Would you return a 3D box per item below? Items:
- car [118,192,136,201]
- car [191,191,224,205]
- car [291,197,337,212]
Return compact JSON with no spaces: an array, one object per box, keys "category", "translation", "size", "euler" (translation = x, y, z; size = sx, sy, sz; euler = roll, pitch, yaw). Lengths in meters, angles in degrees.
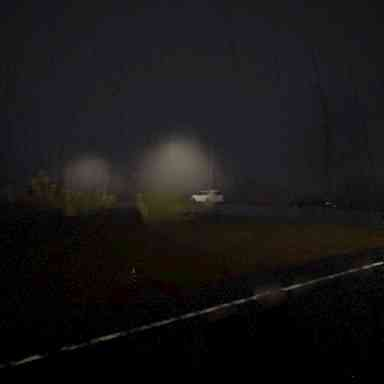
[{"category":"car","translation":[-13.430,0.822,68.593],"size":[2.097,1.767,4.553],"euler":[-1,1,-37]},{"category":"car","translation":[2.160,0.822,48.061],"size":[2.150,2.045,5.566],"euler":[-1,1,-37]},{"category":"car","translation":[12.536,1.203,34.398],"size":[1.812,1.442,4.674],"euler":[-1,1,-37]}]
